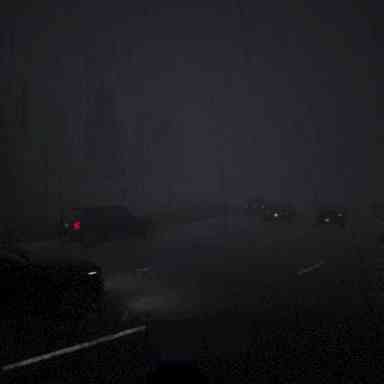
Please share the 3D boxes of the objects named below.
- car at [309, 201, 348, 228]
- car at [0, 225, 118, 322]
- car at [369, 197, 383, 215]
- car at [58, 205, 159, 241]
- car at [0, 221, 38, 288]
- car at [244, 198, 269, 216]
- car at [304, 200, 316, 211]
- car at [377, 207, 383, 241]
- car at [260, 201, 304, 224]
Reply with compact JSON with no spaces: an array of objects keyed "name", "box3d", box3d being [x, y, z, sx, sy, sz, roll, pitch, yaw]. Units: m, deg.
[{"name":"car","box3d":[9.496,1.564,22.667,1.812,1.442,4.674,0,0,28]},{"name":"car","box3d":[-3.870,1.542,5.620,4.674,1.442,1.812,0,0,-37]},{"name":"car","box3d":[19.056,1.529,33.500,1.882,1.535,5.008,0,0,27]},{"name":"car","box3d":[-3.681,1.388,15.165,2.097,1.767,4.553,0,0,44]},{"name":"car","box3d":[-6.619,1.571,7.570,5.357,1.411,2.033,0,0,-37]},{"name":"car","box3d":[6.725,1.415,32.477,2.097,1.767,4.553,0,0,28]},{"name":"car","box3d":[14.905,1.672,40.756,1.895,1.301,4.718,0,0,27]},{"name":"car","box3d":[10.244,1.625,16.237,1.895,1.301,4.718,0,0,29]},{"name":"car","box3d":[6.909,1.610,25.278,1.994,1.385,4.181,0,0,28]}]
